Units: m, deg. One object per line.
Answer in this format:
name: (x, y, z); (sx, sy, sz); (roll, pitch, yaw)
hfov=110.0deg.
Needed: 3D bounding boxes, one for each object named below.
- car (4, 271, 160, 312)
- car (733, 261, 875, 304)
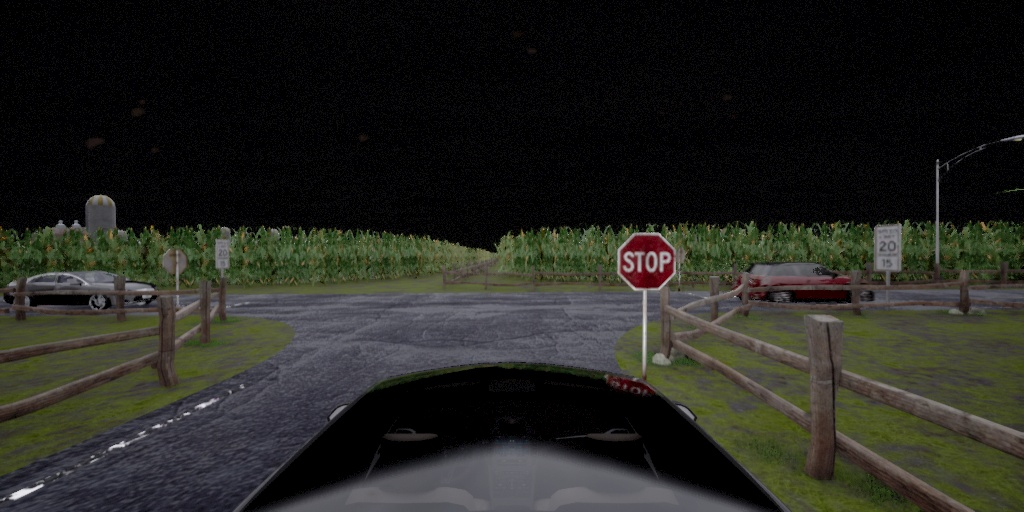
car: (-17.169, 1.364, 14.466); (4.902, 1.511, 2.128); (0, 0, 0)
car: (11.515, 1.014, 14.289); (4.553, 1.767, 2.097); (0, 0, -2)
